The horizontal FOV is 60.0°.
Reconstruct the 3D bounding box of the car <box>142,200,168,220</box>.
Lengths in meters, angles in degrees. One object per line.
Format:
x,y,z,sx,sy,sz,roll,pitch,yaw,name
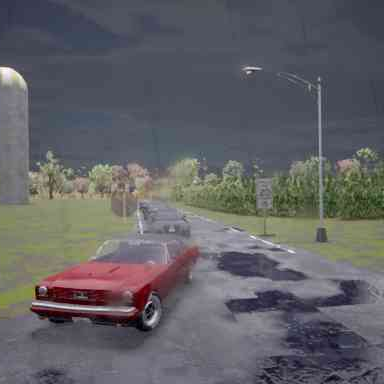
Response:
-2.235,1.599,23.438,2.128,1.511,4.902,-1,0,-10,car

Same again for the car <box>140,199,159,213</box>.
-5.497,1.680,42.084,2.128,1.511,4.902,-1,0,-10,car

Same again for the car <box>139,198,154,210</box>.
-6.608,1.693,48.172,1.882,1.535,5.008,-1,0,-10,car

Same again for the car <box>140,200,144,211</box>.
-3.333,1.699,29.862,1.994,1.385,4.181,-1,0,-10,car

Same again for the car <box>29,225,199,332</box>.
-1.193,1.653,7.192,1.895,1.301,4.718,0,0,13,car

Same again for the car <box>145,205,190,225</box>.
-1.293,1.648,17.781,1.994,1.385,4.181,-1,0,-10,car

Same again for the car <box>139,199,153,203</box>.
-4.357,1.708,35.729,2.033,1.411,5.357,-1,0,-10,car
